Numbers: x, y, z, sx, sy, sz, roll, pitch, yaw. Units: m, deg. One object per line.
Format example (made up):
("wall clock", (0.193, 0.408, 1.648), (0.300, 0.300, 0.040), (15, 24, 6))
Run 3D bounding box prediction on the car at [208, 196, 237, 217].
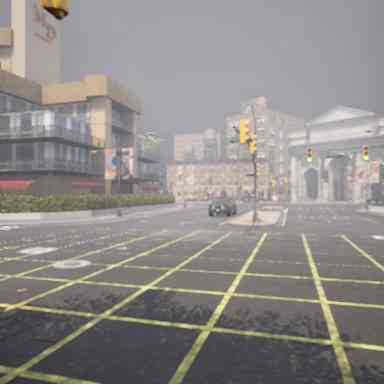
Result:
("car", (3.320, 1.469, 35.183), (2.150, 2.045, 5.566), (0, 0, 17))
